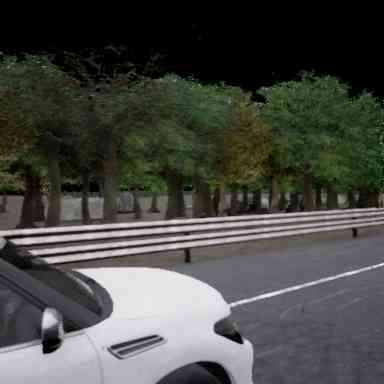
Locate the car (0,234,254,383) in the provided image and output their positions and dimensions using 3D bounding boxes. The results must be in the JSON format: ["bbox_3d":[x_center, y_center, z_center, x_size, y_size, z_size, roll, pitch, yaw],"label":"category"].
[{"bbox_3d":[-2.085,1.225,2.280,5.566,2.045,2.150,-1,0,-35],"label":"car"}]
